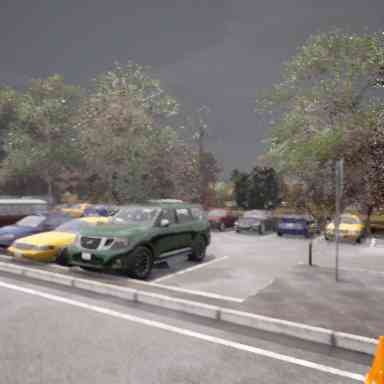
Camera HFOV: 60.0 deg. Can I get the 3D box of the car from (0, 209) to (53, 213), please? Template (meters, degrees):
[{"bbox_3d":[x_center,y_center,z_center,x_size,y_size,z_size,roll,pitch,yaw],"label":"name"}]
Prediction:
[{"bbox_3d":[-6.200,1.627,13.919,2.002,1.452,4.674,1,-1,30],"label":"car"}]

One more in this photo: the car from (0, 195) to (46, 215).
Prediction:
[{"bbox_3d":[-19.489,1.361,36.840,2.435,2.045,5.566,1,-1,30],"label":"car"}]

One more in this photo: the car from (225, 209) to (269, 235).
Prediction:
[{"bbox_3d":[4.476,1.980,22.835,2.231,1.521,4.892,1,-1,30],"label":"car"}]

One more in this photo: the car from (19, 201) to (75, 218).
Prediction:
[{"bbox_3d":[-14.701,1.735,34.040,2.163,1.488,4.792,1,-1,30],"label":"car"}]

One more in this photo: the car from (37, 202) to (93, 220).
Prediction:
[{"bbox_3d":[-12.326,1.779,32.588,2.163,1.488,4.792,1,-1,30],"label":"car"}]

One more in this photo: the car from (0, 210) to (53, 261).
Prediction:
[{"bbox_3d":[-3.872,1.610,12.345,1.946,1.575,5.366,1,-1,30],"label":"car"}]

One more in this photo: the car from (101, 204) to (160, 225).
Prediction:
[{"bbox_3d":[-5.121,1.856,28.415,2.231,1.521,4.892,1,-1,30],"label":"car"}]

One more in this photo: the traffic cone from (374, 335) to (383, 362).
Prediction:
[{"bbox_3d":[2.354,2.088,4.139,0.340,0.580,0.340,1,-1,30],"label":"traffic cone"}]

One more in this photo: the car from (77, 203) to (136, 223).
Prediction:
[{"bbox_3d":[-7.520,1.821,29.815,2.097,1.535,5.008,1,-1,30],"label":"car"}]

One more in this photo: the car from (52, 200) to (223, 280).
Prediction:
[{"bbox_3d":[-1.366,1.398,11.073,2.435,2.045,5.566,1,-1,30],"label":"car"}]

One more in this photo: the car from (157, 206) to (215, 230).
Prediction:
[{"bbox_3d":[-0.320,1.917,25.630,2.097,1.535,5.008,1,-1,30],"label":"car"}]

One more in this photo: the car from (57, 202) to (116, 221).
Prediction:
[{"bbox_3d":[-9.823,1.787,31.377,1.946,1.575,5.366,1,-1,30],"label":"car"}]

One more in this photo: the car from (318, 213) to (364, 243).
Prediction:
[{"bbox_3d":[9.174,2.033,19.874,1.946,1.575,5.366,1,-1,30],"label":"car"}]

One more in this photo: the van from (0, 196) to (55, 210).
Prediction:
[{"bbox_3d":[-8.559,1.333,15.433,1.878,1.987,4.442,1,-1,30],"label":"van"}]

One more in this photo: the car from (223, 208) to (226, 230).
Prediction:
[{"bbox_3d":[2.078,1.948,24.232,2.097,1.535,5.008,1,-1,30],"label":"car"}]

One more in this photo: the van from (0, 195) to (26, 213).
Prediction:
[{"bbox_3d":[-21.843,1.336,38.314,1.878,1.987,4.442,1,-1,30],"label":"van"}]

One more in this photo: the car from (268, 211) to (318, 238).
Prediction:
[{"bbox_3d":[6.884,2.040,21.456,2.163,1.488,4.792,1,-1,30],"label":"car"}]

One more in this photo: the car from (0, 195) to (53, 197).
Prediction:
[{"bbox_3d":[-17.119,1.407,35.392,2.435,2.045,5.566,1,-1,30],"label":"car"}]

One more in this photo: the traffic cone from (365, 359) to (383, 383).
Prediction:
[{"bbox_3d":[1.851,2.062,3.277,0.340,0.580,0.340,1,-1,30],"label":"traffic cone"}]

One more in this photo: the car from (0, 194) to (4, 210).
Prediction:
[{"bbox_3d":[-26.680,1.203,41.034,2.435,2.045,5.566,1,-1,30],"label":"car"}]
